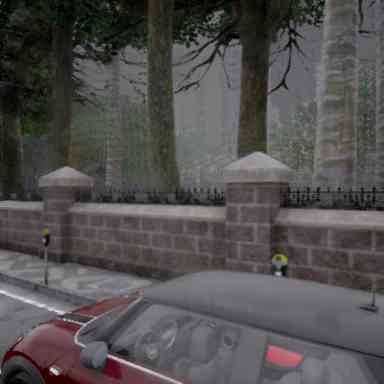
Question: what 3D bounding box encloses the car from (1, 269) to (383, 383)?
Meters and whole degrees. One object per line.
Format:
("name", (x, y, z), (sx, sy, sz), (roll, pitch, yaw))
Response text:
("car", (0.102, 1.443, 2.890), (4.097, 1.590, 1.967), (0, 0, 35))
